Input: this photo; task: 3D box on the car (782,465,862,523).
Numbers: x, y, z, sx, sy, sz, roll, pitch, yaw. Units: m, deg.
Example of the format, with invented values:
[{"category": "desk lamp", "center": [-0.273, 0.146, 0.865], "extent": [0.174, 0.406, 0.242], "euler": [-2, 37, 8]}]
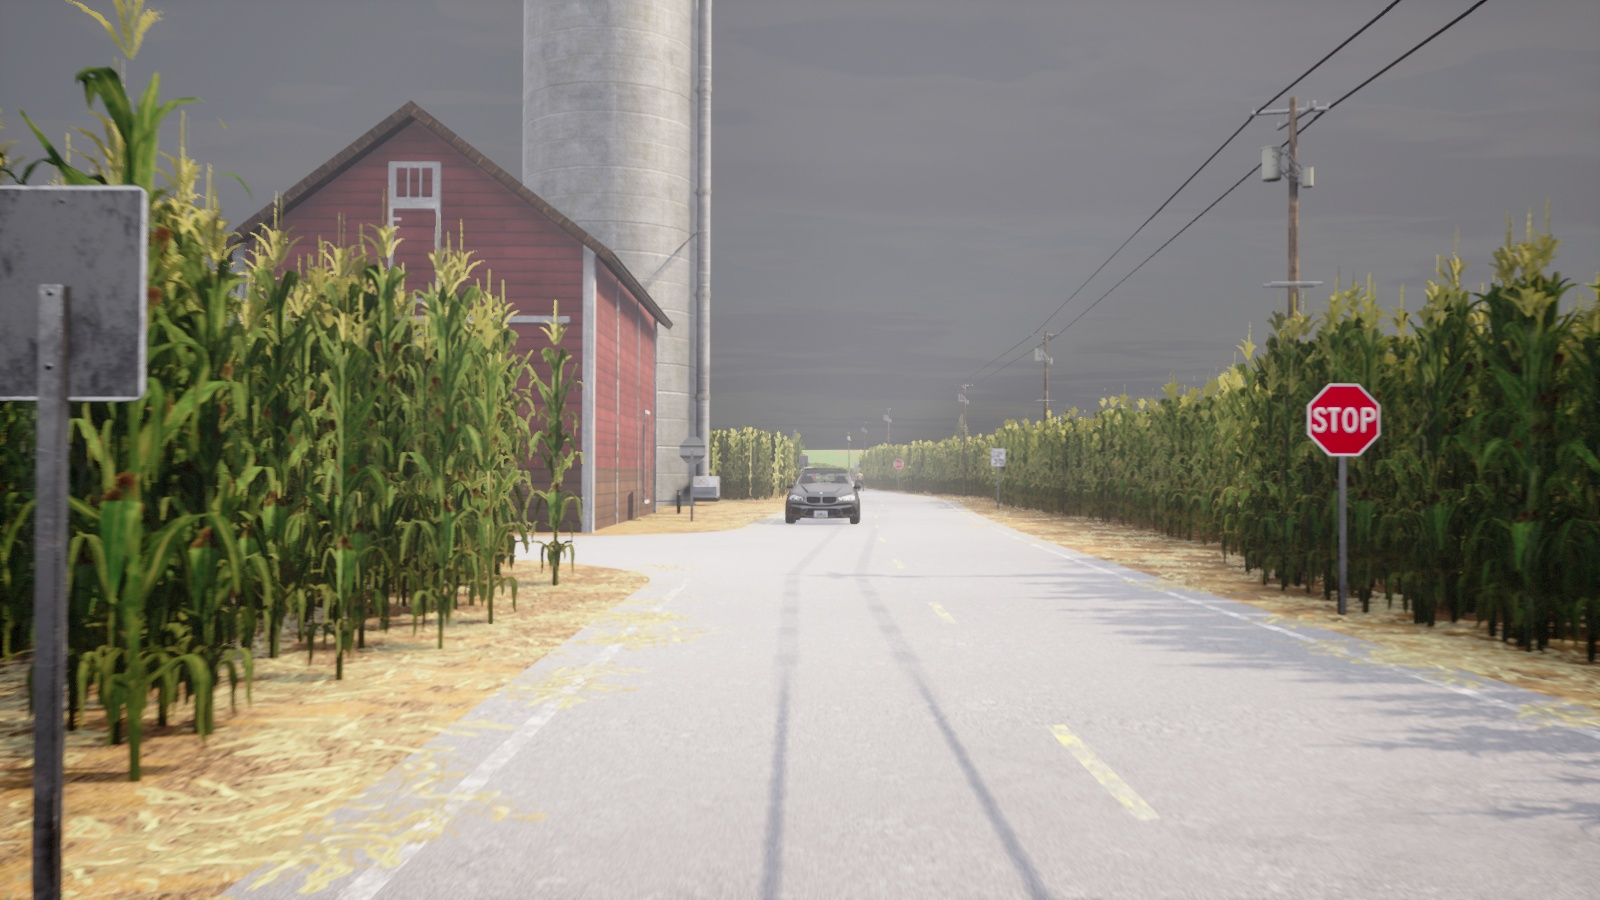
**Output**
[{"category": "car", "center": [0.754, 1.301, 38.477], "extent": [2.242, 1.667, 4.611], "euler": [0, -1, 3]}]
